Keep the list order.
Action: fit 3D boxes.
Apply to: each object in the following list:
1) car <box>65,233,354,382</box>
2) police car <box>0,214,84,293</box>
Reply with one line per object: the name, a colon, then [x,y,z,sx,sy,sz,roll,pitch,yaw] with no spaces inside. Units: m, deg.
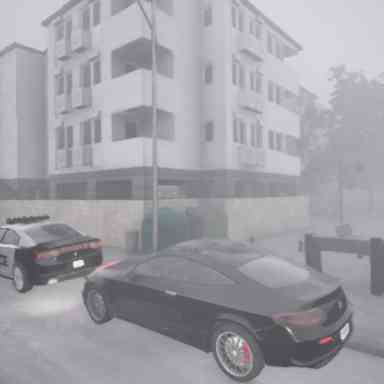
car: [0.063,1.513,5.463,4.674,1.442,1.812,-1,3,40]
police car: [-4.618,1.493,9.393,5.238,1.638,1.930,-1,3,40]
